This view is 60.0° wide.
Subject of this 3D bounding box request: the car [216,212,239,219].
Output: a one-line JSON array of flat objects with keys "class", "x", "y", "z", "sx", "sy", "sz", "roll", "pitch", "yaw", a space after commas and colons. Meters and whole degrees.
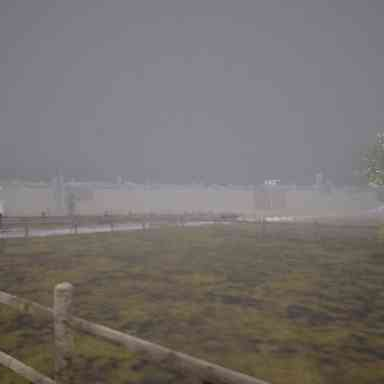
[{"class": "car", "x": 5.940, "y": 4.005, "z": 55.746, "sx": 1.895, "sy": 1.301, "sz": 4.718, "roll": 0, "pitch": -3, "yaw": 35}]
